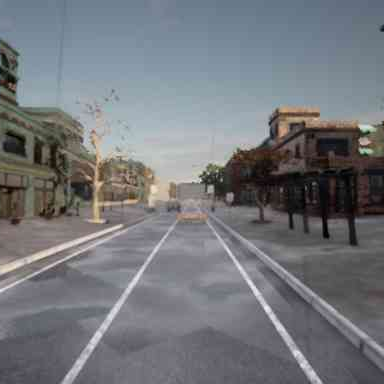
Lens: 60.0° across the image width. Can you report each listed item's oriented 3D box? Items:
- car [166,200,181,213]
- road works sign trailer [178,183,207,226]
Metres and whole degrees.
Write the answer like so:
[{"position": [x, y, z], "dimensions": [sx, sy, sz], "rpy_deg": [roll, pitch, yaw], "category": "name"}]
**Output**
[{"position": [-3.088, 2.442, 56.705], "dimensions": [2.150, 2.045, 5.566], "rpy_deg": [0, -1, 1], "category": "car"}, {"position": [-0.014, 0.997, 28.596], "dimensions": [2.380, 3.560, 2.880], "rpy_deg": [0, -1, 0], "category": "road works sign trailer"}]
